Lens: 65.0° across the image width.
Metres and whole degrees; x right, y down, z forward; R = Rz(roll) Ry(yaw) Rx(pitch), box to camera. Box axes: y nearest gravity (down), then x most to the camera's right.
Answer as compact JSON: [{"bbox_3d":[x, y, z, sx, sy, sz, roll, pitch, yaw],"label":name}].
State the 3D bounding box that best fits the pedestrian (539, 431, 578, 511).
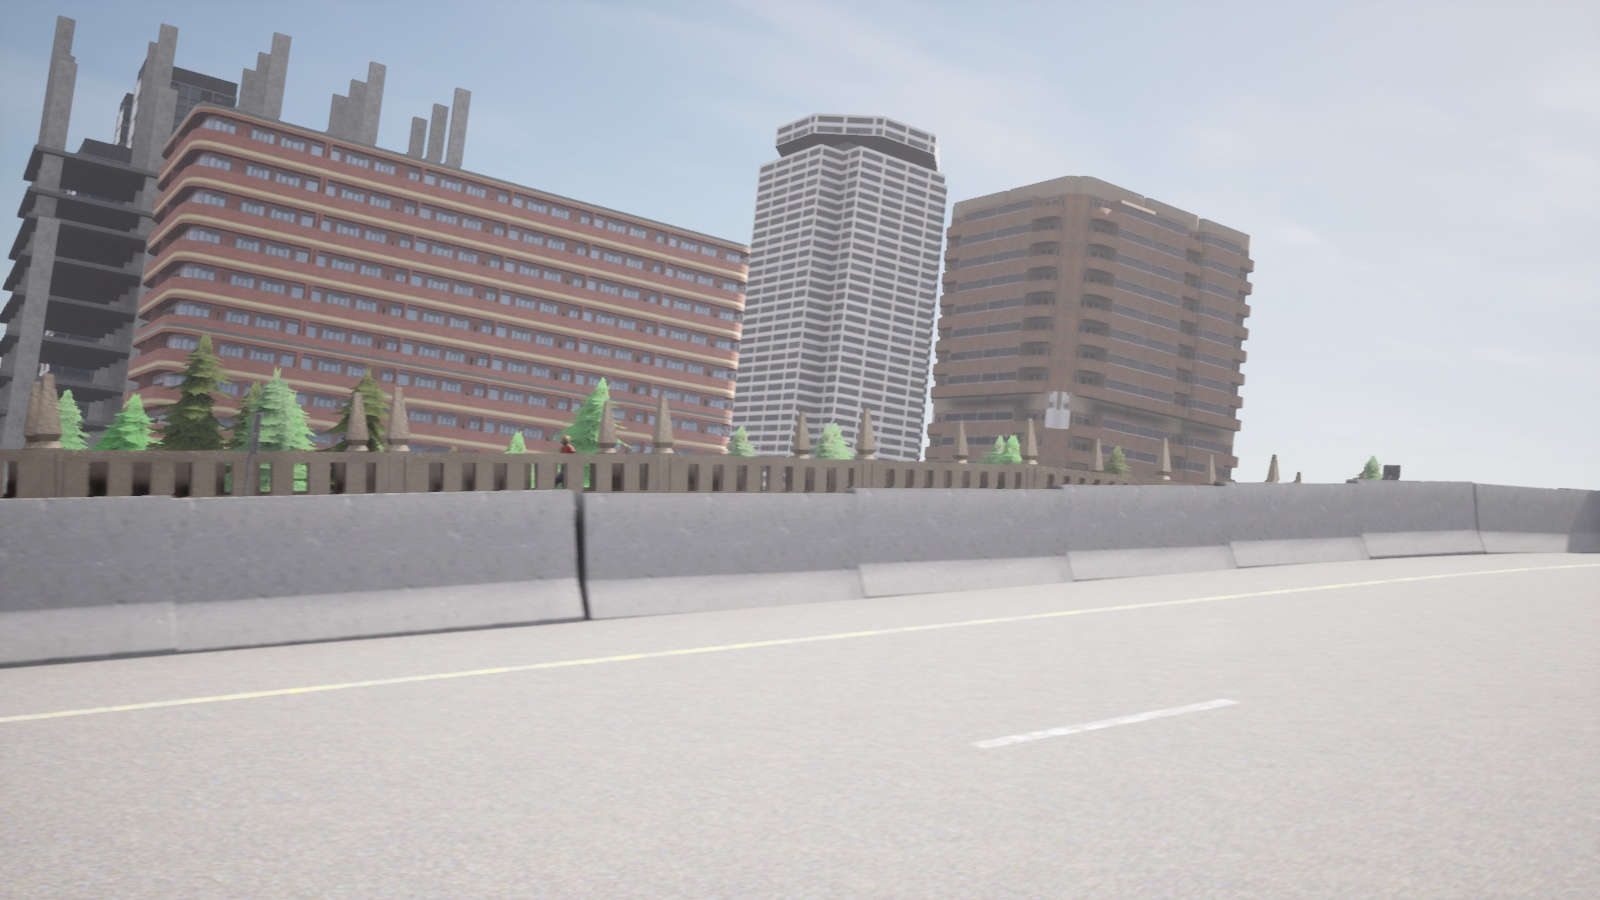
[{"bbox_3d":[-5.830,0.505,30.326,0.636,1.846,0.331,9,-5,-34],"label":"pedestrian"}]
